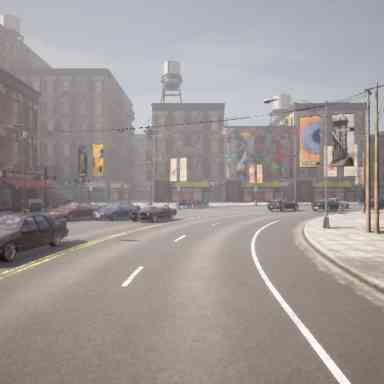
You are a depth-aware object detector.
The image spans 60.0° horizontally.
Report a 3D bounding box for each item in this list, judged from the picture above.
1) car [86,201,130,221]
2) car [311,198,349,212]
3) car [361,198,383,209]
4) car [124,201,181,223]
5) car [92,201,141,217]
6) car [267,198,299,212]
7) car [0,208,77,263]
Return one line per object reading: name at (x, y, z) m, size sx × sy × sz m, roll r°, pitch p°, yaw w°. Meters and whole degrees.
car at (-6.163, 1.553, 27.274) m, size 1.812 × 1.442 × 4.674 m, roll 0°, pitch 0°, yaw 23°
car at (15.929, 1.505, 38.962) m, size 4.892 × 1.490 × 1.837 m, roll 0°, pitch 0°, yaw -38°
car at (24.176, 1.526, 43.323) m, size 4.674 × 1.442 × 1.812 m, roll 0°, pitch 0°, yaw -20°
car at (-2.950, 1.643, 25.885) m, size 1.895 × 1.301 × 4.718 m, roll 0°, pitch 0°, yaw 23°
car at (-7.237, 1.595, 32.440) m, size 1.895 × 1.301 × 4.718 m, roll 0°, pitch 0°, yaw 31°
car at (10.768, 1.491, 39.205) m, size 4.902 × 1.511 × 2.128 m, roll 0°, pitch 0°, yaw -44°
car at (-6.543, 1.547, 12.390) m, size 2.033 × 1.411 × 5.357 m, roll 0°, pitch 0°, yaw 6°
